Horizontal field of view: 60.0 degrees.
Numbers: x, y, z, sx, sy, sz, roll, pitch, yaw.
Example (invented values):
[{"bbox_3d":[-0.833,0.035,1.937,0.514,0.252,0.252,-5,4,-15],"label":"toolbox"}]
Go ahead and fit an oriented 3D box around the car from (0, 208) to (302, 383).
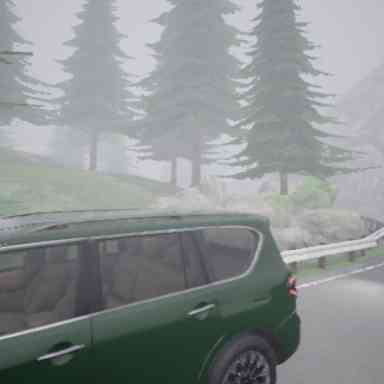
[{"bbox_3d":[-1.349,1.222,3.017,5.566,2.045,2.150,0,0,-36],"label":"car"}]
